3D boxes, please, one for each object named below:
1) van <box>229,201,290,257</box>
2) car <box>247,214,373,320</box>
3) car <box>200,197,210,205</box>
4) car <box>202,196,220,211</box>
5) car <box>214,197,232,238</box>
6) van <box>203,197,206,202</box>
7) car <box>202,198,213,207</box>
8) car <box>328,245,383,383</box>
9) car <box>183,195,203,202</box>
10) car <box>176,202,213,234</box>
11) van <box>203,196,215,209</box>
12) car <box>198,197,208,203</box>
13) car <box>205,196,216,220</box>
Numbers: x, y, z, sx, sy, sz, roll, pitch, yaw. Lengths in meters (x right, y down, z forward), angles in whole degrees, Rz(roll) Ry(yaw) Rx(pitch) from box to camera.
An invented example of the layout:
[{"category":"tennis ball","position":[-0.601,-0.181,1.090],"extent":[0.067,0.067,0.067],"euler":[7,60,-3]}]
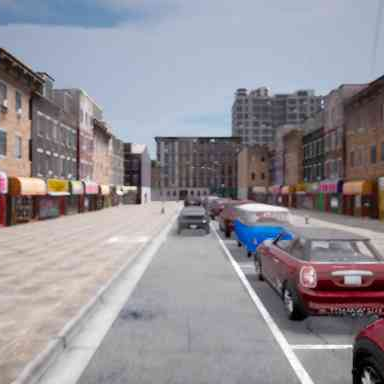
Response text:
[{"category":"van","position":[2.622,1.400,12.861],"extent":[1.690,1.788,3.998],"euler":[0,0,0]},{"category":"car","position":[2.627,1.474,7.385],"extent":[1.967,1.590,4.097],"euler":[0,0,0]},{"category":"car","position":[2.568,1.761,67.615],"extent":[1.967,1.590,4.097],"euler":[0,0,0]},{"category":"car","position":[2.589,1.532,45.713],"extent":[2.192,1.841,5.009],"euler":[0,0,0]},{"category":"car","position":[2.615,1.400,18.334],"extent":[2.192,1.841,5.009],"euler":[0,0,0]},{"category":"van","position":[2.594,1.531,40.238],"extent":[1.690,1.788,3.998],"euler":[0,0,0]},{"category":"car","position":[2.579,1.795,56.833],"extent":[1.752,1.417,4.829],"euler":[0,0,0]},{"category":"car","position":[2.633,1.449,1.910],"extent":[1.967,1.590,4.097],"euler":[0,0,0]},{"category":"car","position":[0.057,1.423,42.503],"extent":[2.150,2.045,5.566],"euler":[0,0,0]},{"category":"car","position":[0.081,1.597,19.982],"extent":[1.837,1.490,4.892],"euler":[0,0,0]},{"category":"van","position":[2.584,1.584,51.188],"extent":[1.690,1.788,3.998],"euler":[0,0,0]},{"category":"car","position":[2.557,1.924,78.565],"extent":[2.008,1.369,4.403],"euler":[0,0,0]},{"category":"car","position":[2.605,1.453,29.287],"extent":[2.192,1.841,5.009],"euler":[0,0,0]}]
